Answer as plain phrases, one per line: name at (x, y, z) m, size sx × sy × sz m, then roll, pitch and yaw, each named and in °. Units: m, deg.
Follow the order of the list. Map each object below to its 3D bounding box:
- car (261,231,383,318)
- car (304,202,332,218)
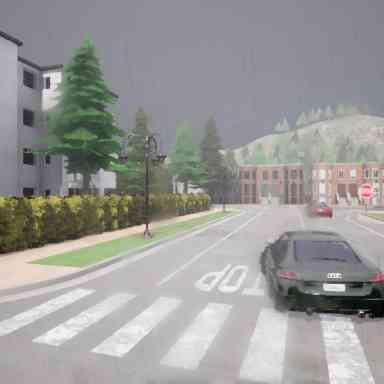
car at (2.711, 1.565, 7.510) m, size 1.994 × 1.385 × 4.181 m, roll -1°, pitch 0°, yaw 10°
car at (11.525, 1.567, 30.592) m, size 1.994 × 1.385 × 4.181 m, roll 0°, pitch 0°, yaw 12°
